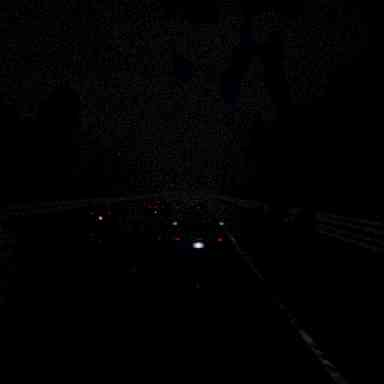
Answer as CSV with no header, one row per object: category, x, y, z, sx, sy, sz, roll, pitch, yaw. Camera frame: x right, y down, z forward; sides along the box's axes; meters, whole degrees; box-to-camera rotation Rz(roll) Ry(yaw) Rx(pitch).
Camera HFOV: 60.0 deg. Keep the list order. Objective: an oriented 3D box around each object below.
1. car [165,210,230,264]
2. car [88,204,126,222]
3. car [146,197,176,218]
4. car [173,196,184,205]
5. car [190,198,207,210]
car,0.224,1.556,11.898,1.994,1.385,4.181,0,0,1
car,-6.507,1.560,26.069,1.895,1.301,4.718,0,0,1
car,-2.930,1.448,29.846,2.128,1.511,4.902,0,0,1
car,-2.428,1.404,54.750,1.837,1.490,4.892,0,0,1
car,0.743,1.469,38.309,1.812,1.442,4.674,0,0,1
